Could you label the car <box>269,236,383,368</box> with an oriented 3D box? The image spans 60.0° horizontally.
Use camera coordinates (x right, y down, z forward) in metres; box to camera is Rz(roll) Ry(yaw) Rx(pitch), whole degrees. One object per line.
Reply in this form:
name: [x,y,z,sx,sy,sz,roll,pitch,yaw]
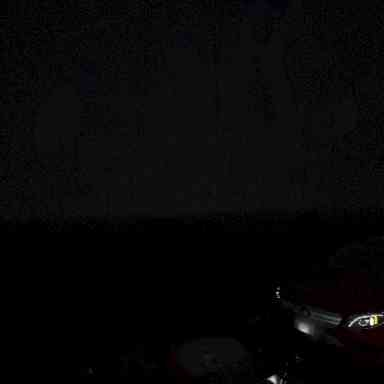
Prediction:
car: [3.394,1.547,5.769,4.674,1.442,1.812,0,0,-35]
